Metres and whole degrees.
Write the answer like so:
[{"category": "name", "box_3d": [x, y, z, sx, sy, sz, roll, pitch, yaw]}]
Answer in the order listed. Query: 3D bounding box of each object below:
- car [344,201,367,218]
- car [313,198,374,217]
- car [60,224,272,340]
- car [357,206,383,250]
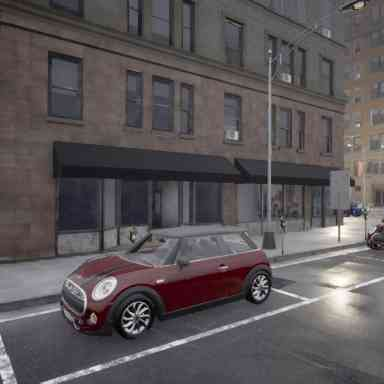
[{"category": "car", "box_3d": [12.382, 1.123, 29.475, 2.150, 2.045, 5.566, 1, 0, -36]}, {"category": "car", "box_3d": [14.511, 1.416, 32.070, 2.128, 1.511, 4.902, 1, 0, -36]}, {"category": "car", "box_3d": [-0.370, 1.441, 6.500, 4.097, 1.590, 1.967, 0, 0, -36]}, {"category": "car", "box_3d": [8.561, 1.445, 12.898, 4.097, 1.590, 1.967, 0, 0, -36]}]
